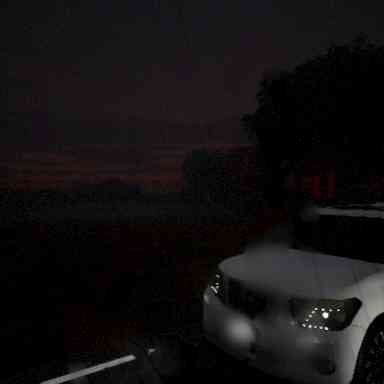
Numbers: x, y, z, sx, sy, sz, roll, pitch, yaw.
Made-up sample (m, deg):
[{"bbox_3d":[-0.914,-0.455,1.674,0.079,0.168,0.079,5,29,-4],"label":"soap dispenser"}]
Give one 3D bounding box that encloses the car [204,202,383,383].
[{"bbox_3d":[2.814,1.219,5.384,5.566,2.045,2.150,0,0,-35],"label":"car"}]
